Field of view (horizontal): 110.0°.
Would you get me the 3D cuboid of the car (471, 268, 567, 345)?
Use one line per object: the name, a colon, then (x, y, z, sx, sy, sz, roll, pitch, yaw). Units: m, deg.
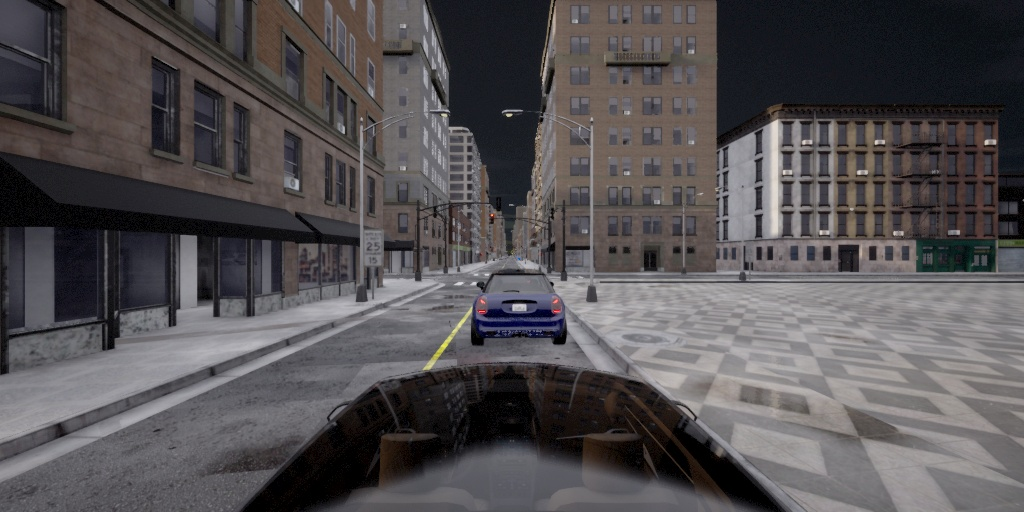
car: (0.102, 1.102, 9.640, 2.097, 1.767, 4.553, 0, 0, -1)
